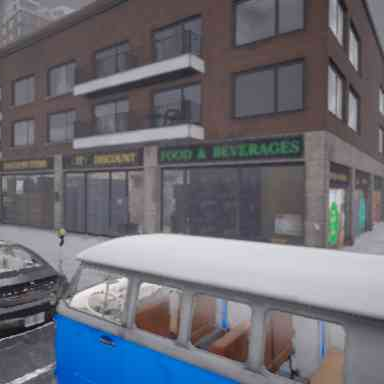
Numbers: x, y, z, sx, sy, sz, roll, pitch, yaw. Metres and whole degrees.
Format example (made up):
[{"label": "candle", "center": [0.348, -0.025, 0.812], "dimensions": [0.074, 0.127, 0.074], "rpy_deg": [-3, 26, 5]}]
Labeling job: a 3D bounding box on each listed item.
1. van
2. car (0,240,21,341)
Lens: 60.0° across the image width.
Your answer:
[{"label": "van", "center": [0.513, 1.340, 2.702], "dimensions": [3.998, 1.788, 1.690], "rpy_deg": [0, 1, 35]}, {"label": "car", "center": [-3.970, 1.542, 5.900], "dimensions": [4.403, 1.369, 2.008], "rpy_deg": [0, 1, 35]}]
